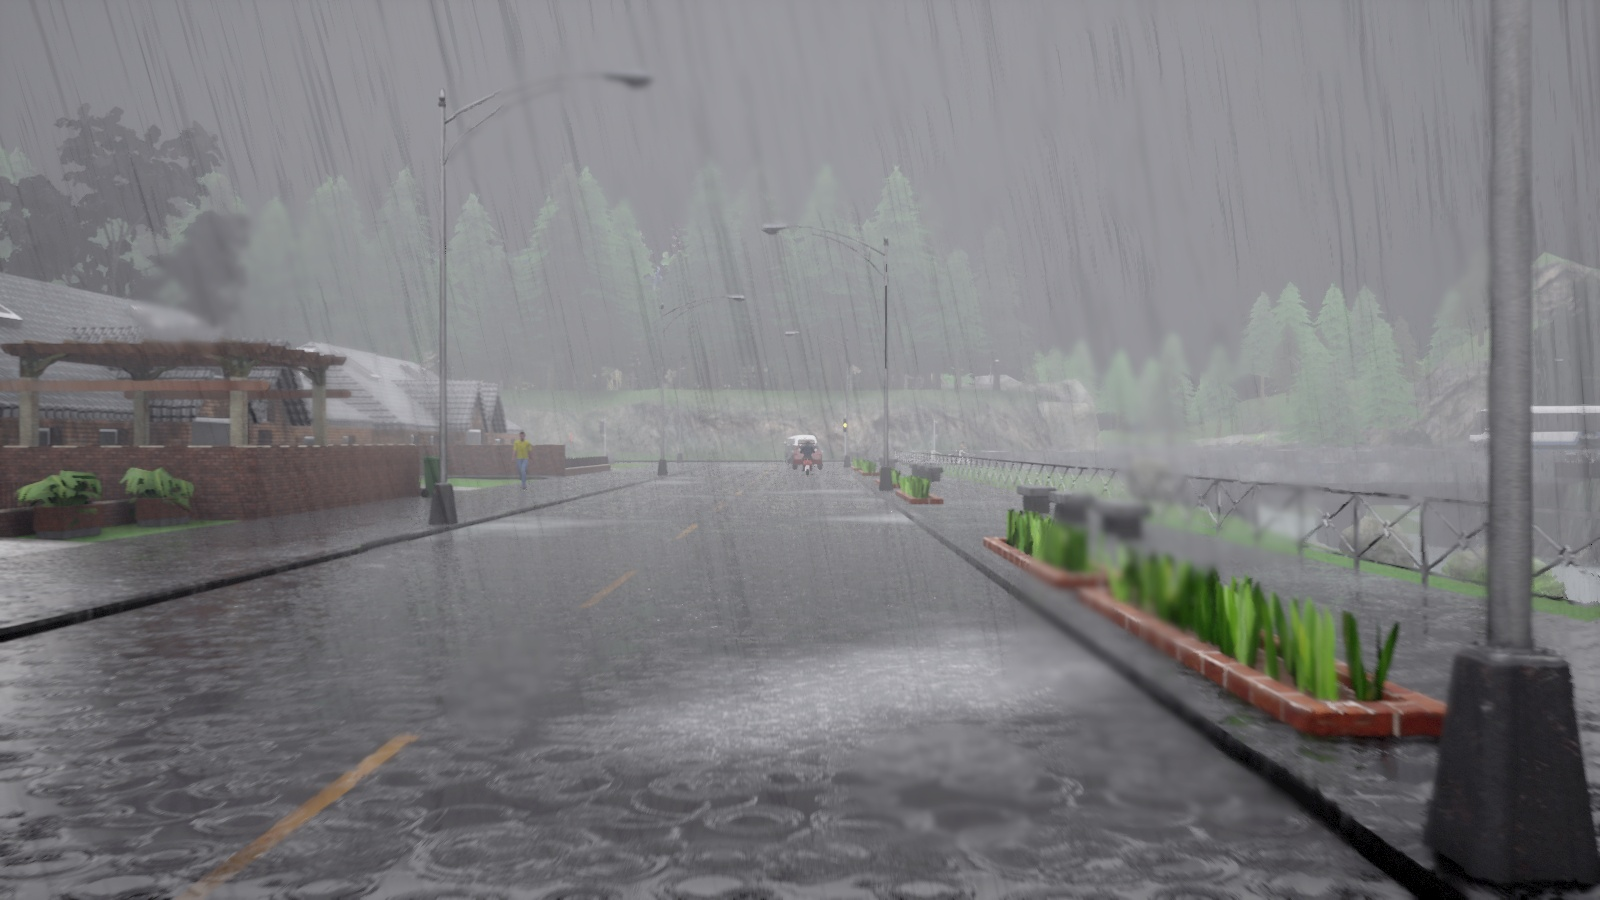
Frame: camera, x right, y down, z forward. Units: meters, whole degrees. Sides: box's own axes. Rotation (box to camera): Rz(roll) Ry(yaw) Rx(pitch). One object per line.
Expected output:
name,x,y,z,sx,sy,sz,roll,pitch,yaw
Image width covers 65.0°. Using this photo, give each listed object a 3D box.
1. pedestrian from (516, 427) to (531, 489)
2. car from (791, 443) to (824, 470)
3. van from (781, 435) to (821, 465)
pedestrian,-8.359,0.236,37.950,0.354,1.836,0.706,0,0,-5
car,0.424,0.360,70.999,1.845,1.501,3.633,0,0,0
van,0.058,-0.030,88.753,2.069,2.038,4.480,1,0,-9
